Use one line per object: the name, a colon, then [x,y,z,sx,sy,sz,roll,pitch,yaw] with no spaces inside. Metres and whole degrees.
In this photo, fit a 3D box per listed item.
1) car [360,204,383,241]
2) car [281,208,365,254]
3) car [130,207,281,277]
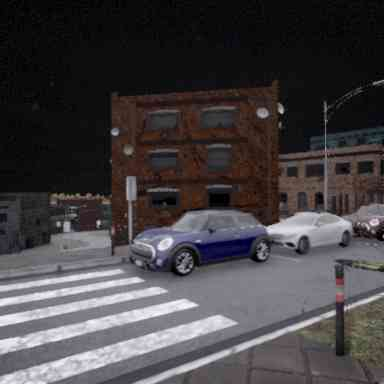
car: [9.443,1.393,17.019,4.553,1.767,2.185,0,0,-36]
car: [4.828,1.551,13.714,4.674,1.452,2.002,0,0,-36]
car: [0.361,1.378,10.516,4.553,1.767,2.185,0,0,-36]
